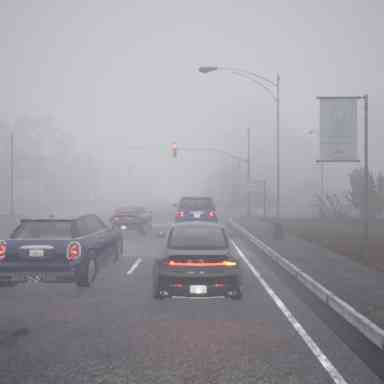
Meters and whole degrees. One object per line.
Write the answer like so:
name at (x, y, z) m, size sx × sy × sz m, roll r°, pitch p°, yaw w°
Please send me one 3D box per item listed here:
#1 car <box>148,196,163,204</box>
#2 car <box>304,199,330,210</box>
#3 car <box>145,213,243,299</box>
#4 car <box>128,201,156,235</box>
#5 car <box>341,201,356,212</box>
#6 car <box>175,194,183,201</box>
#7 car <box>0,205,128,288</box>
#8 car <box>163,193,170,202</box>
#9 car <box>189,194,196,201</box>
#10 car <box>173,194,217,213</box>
car at (-6.931, 1.498, 60.522) m, size 1.812 × 1.442 × 4.674 m, roll 0°, pitch 0°, yaw 1°
car at (17.067, 1.528, 42.001) m, size 5.357 × 1.411 × 2.033 m, roll 0°, pitch 0°, yaw 3°
car at (0.118, 1.501, 8.400) m, size 1.837 × 1.490 × 4.892 m, roll 0°, pitch 0°, yaw 0°
car at (-3.360, 1.496, 18.774) m, size 1.837 × 1.490 × 4.892 m, roll 0°, pitch 0°, yaw 0°
car at (19.454, 1.486, 38.354) m, size 4.892 × 1.490 × 1.837 m, roll 0°, pitch 0°, yaw 3°
car at (-3.312, 1.432, 85.958) m, size 1.882 × 1.535 × 5.008 m, roll 0°, pitch 0°, yaw 0°
car at (-3.380, 1.348, 9.376) m, size 2.097 × 1.767 × 4.553 m, roll 0°, pitch 0°, yaw 0°
car at (-6.834, 1.505, 76.016) m, size 2.033 × 1.411 × 5.357 m, roll 0°, pitch 0°, yaw 0°
car at (0.187, 1.432, 85.950) m, size 1.882 × 1.535 × 5.008 m, roll 0°, pitch 0°, yaw 0°
car at (0.163, 1.213, 18.248) m, size 2.150 × 2.045 × 5.566 m, roll 0°, pitch 0°, yaw -2°
